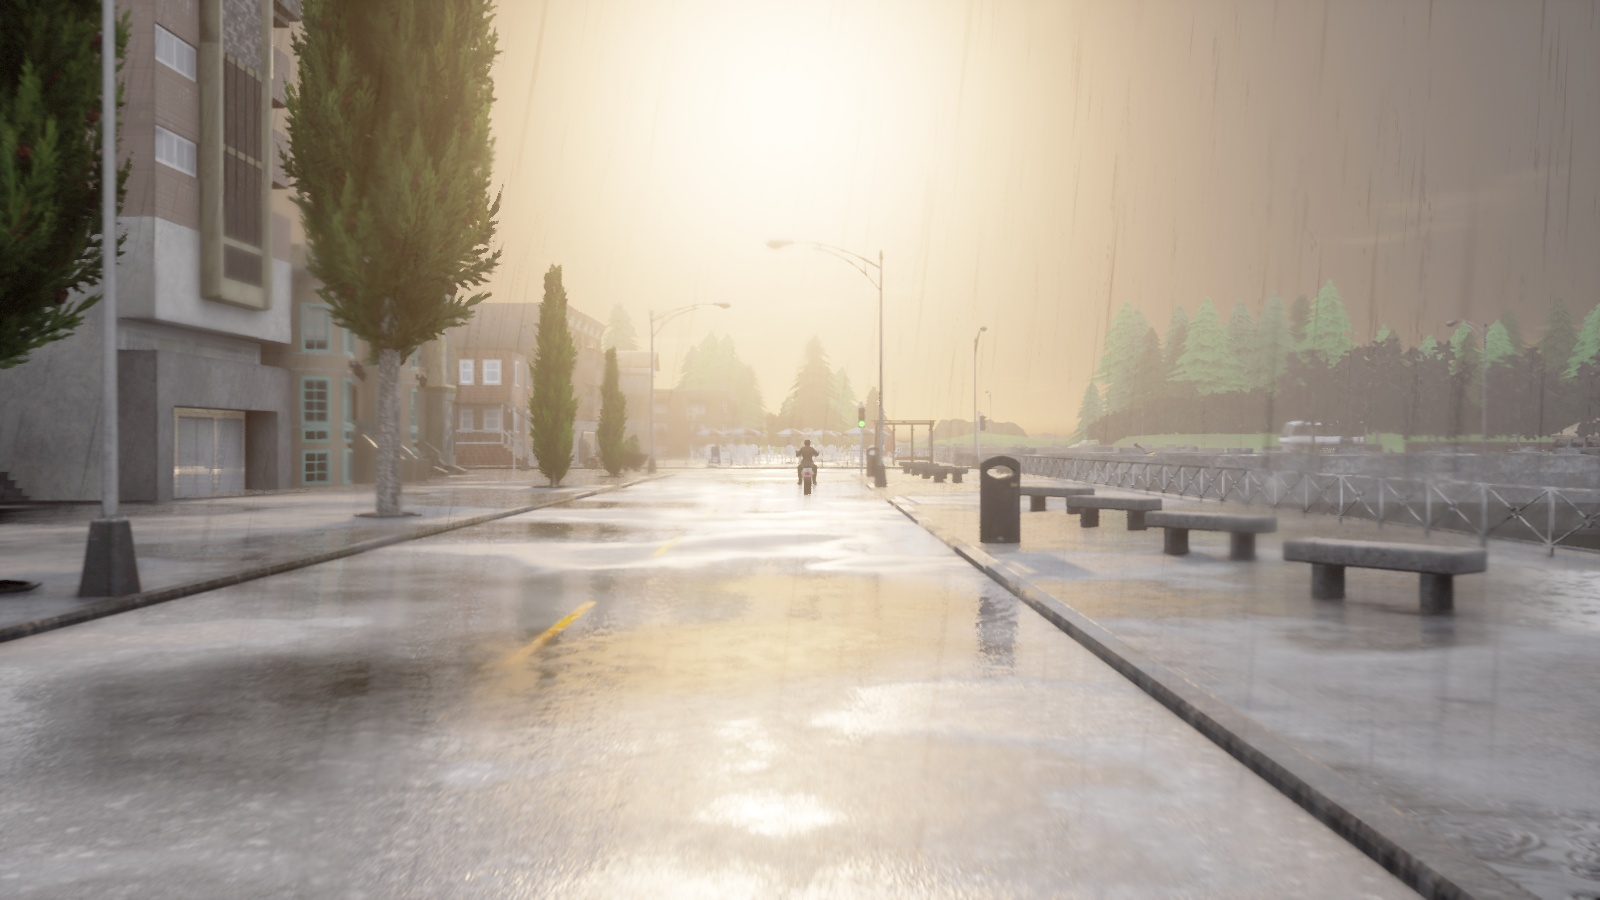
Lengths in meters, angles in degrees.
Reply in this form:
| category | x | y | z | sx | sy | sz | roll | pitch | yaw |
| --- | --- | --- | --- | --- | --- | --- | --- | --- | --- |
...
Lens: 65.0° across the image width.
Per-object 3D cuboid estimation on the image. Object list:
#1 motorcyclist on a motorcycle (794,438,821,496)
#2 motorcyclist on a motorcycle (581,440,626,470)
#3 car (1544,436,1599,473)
| category | x | y | z | sx | sy | sz | roll | pitch | yaw |
| --- | --- | --- | --- | --- | --- | --- | --- | --- | --- |
| motorcyclist on a motorcycle | 0.221 | 0.487 | 37.277 | 0.766 | 1.649 | 2.350 | 0 | 0 | 0 |
| motorcyclist on a motorcycle | -10.867 | 0.296 | 69.508 | 2.350 | 1.649 | 0.766 | 0 | 1 | 6 |
| car | 41.588 | 0.228 | 65.353 | 4.605 | 1.855 | 1.932 | 0 | 0 | 1 |
